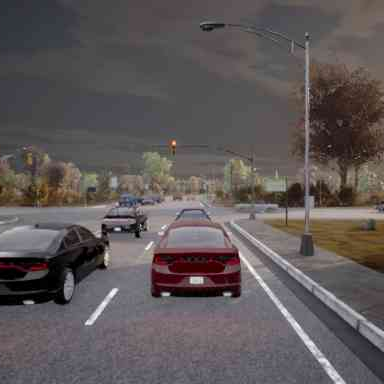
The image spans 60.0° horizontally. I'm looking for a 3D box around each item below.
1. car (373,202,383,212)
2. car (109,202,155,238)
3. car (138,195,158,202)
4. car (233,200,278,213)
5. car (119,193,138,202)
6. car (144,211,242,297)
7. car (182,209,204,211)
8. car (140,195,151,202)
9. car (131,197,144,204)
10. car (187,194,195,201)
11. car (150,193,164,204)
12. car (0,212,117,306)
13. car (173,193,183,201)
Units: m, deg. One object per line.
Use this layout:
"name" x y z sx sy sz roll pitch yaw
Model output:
"car" 22.558 1.484 36.524 4.902 1.511 2.128 0 0 3
"car" -3.434 1.491 17.628 2.128 1.511 4.902 0 0 -1
"car" -7.223 1.564 55.437 1.994 1.385 4.181 0 0 -1
"car" 7.002 1.601 37.017 4.718 1.301 1.895 0 0 -1
"car" -10.685 1.221 55.856 2.150 2.045 5.566 0 0 2
"car" 0.081 1.478 8.616 1.882 1.535 5.008 0 0 0
"car" 0.061 1.564 17.605 1.994 1.385 4.181 0 0 0
"car" -10.684 1.500 75.904 1.837 1.490 4.892 0 0 0
"car" -10.686 1.601 65.623 1.895 1.301 4.718 0 0 0
"car" -0.204 1.348 85.809 2.097 1.767 4.553 0 0 0
"car" -7.197 1.222 64.551 2.150 2.045 5.566 0 0 1
"car" -3.417 1.478 8.141 1.882 1.535 5.008 0 0 0
"car" -3.703 1.217 85.445 2.150 2.045 5.566 0 0 0
